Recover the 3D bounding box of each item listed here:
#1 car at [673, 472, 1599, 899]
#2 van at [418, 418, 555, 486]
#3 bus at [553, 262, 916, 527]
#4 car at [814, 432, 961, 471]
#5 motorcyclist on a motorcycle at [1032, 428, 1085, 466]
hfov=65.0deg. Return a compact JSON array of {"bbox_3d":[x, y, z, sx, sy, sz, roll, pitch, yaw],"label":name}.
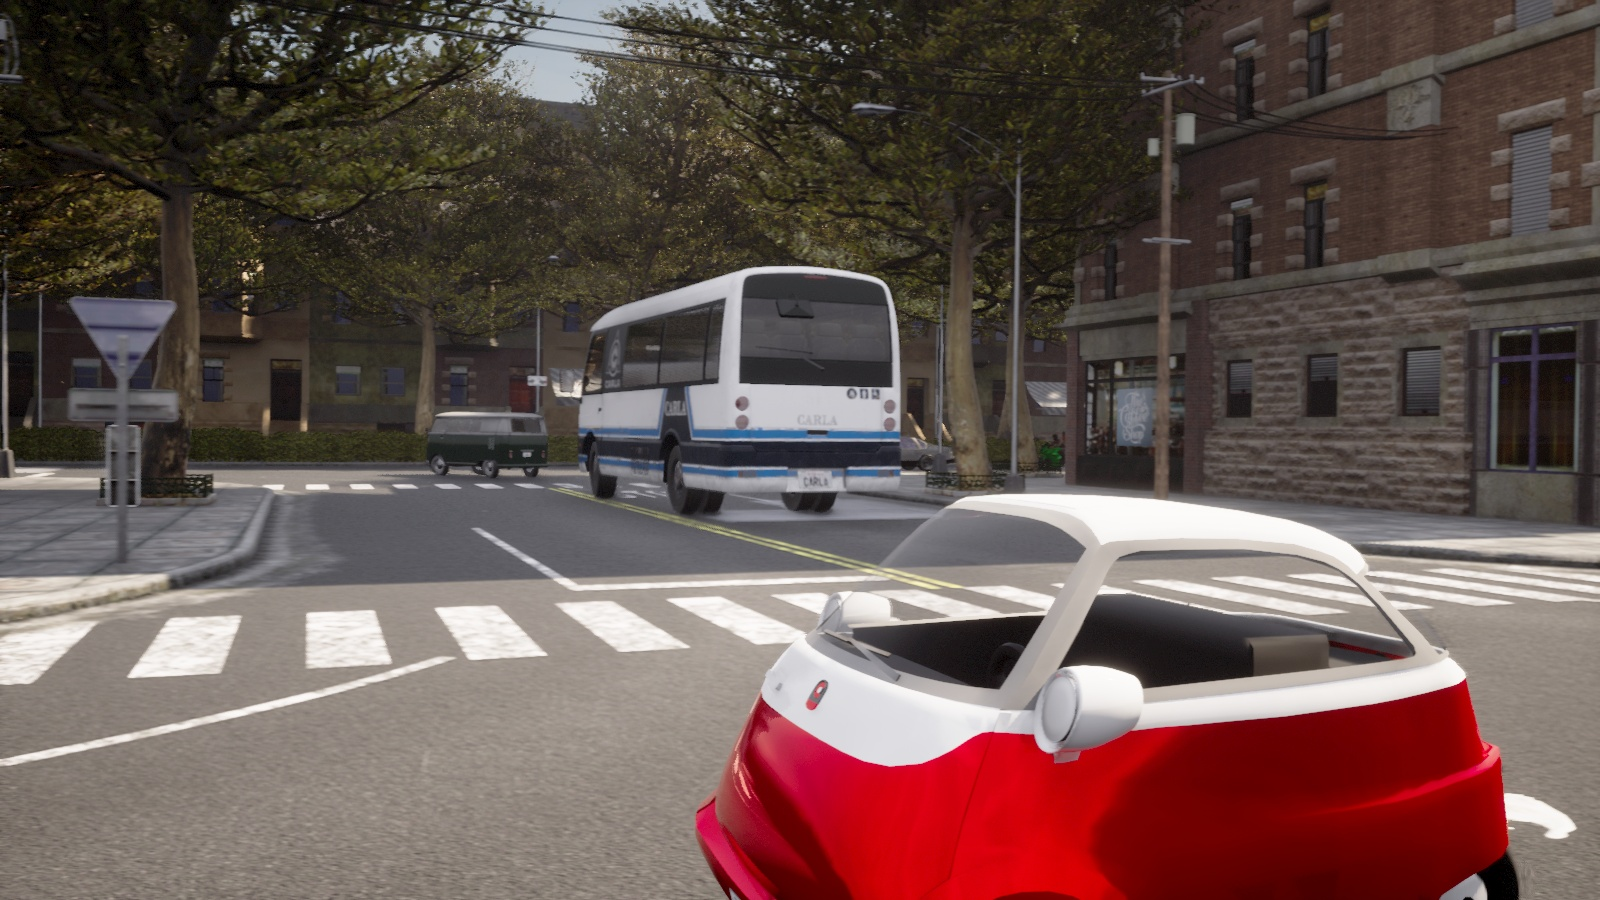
[{"bbox_3d":[0.905,0.788,3.584,2.207,1.376,1.481,-1,1,-21],"label":"car"},{"bbox_3d":[-9.640,0.035,38.448,4.442,1.987,1.775,0,1,40],"label":"van"},{"bbox_3d":[-1.893,-0.966,25.622,3.944,4.253,10.273,-1,1,-24],"label":"bus"},{"bbox_3d":[3.425,0.035,48.954,5.357,1.411,2.033,-1,1,-21],"label":"car"},{"bbox_3d":[10.648,-0.145,51.708,2.044,1.523,0.797,-1,1,-21],"label":"motorcyclist on a motorcycle"}]
